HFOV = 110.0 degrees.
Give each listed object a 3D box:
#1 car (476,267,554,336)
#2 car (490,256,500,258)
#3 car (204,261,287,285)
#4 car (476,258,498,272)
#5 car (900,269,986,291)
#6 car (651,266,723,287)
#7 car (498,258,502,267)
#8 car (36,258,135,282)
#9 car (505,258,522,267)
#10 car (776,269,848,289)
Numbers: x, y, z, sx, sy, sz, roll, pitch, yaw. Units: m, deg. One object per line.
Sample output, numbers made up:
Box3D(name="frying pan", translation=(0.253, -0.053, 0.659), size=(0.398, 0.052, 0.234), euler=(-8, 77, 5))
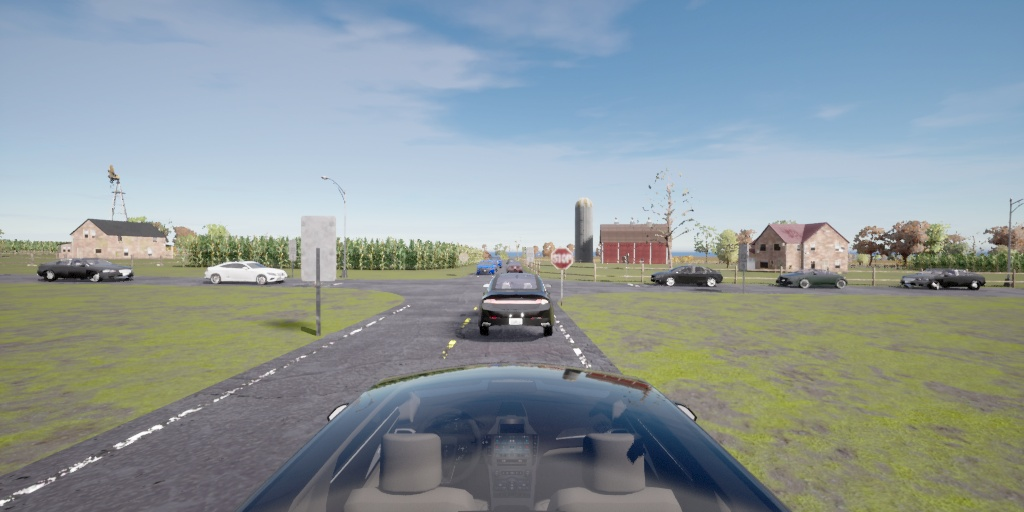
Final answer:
Box3D(name="car", translation=(0.142, 1.242, 10.388), size=(2.128, 1.511, 4.902), euler=(0, 0, 1))
Box3D(name="car", translation=(-2.810, 1.020, 60.315), size=(2.150, 2.045, 5.566), euler=(0, 0, 0))
Box3D(name="car", translation=(-17.136, 1.068, 23.172), size=(4.674, 1.442, 1.812), euler=(1, 1, 0))
Box3D(name="car", translation=(-2.780, 1.247, 38.732), size=(1.882, 1.535, 5.008), euler=(0, 0, -1))
Box3D(name="car", translation=(31.478, 1.688, 26.283), size=(4.902, 1.511, 2.128), euler=(1, 1, 0))
Box3D(name="car", translation=(12.737, 1.445, 26.273), size=(4.892, 1.490, 1.837), euler=(1, 1, 1))
Box3D(name="car", translation=(-2.826, 1.330, 49.821), size=(2.033, 1.411, 5.357), euler=(0, 0, 0))
Box3D(name="car", translation=(-27.379, 0.881, 23.140), size=(4.902, 1.511, 2.128), euler=(1, 1, 0))
Box3D(name="car", translation=(0.235, 1.320, 42.019), size=(2.033, 1.411, 5.357), euler=(0, 0, -2))
Box3D(name="car", translation=(21.870, 1.630, 26.258), size=(4.181, 1.385, 1.994), euler=(1, 1, 0))
